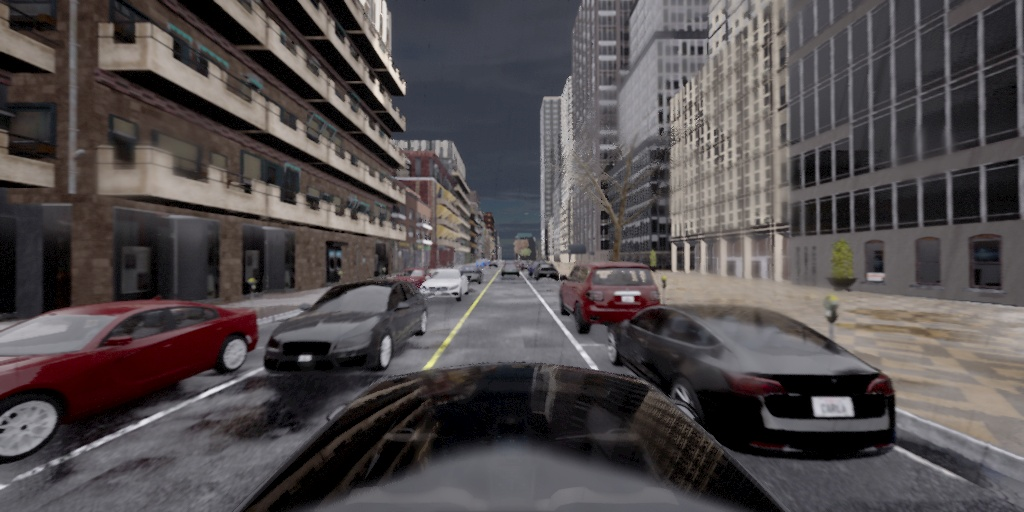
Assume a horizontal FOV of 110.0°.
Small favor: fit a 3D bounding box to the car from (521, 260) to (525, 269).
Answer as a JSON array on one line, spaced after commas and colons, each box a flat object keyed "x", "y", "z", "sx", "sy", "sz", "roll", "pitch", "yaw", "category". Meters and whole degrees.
[{"x": 2.259, "y": 1.522, "z": 54.797, "sx": 1.948, "sy": 1.339, "sz": 4.313, "roll": 0, "pitch": 0, "yaw": 0, "category": "car"}]

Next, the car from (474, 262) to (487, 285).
[{"x": -3.266, "y": 1.434, "z": 27.635, "sx": 1.994, "sy": 1.385, "sz": 4.181, "roll": 0, "pitch": 0, "yaw": 0, "category": "car"}]

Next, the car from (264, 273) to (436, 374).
[{"x": -3.136, "y": 1.297, "z": 7.819, "sx": 1.837, "sy": 1.490, "sz": 4.892, "roll": 0, "pitch": 0, "yaw": -1, "category": "car"}]

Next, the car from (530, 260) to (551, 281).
[{"x": 2.906, "y": 1.354, "z": 31.576, "sx": 1.837, "sy": 1.490, "sz": 4.892, "roll": 0, "pitch": 0, "yaw": 0, "category": "car"}]

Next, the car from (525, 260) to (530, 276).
[{"x": 2.813, "y": 1.232, "z": 38.547, "sx": 2.097, "sy": 1.767, "sz": 4.553, "roll": 0, "pitch": 0, "yaw": 0, "category": "car"}]

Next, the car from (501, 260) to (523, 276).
[{"x": -0.201, "y": 1.466, "z": 39.484, "sx": 1.994, "sy": 1.385, "sz": 4.181, "roll": 0, "pitch": 0, "yaw": -2, "category": "car"}]

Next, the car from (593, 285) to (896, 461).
[{"x": 2.683, "y": 1.312, "z": 5.094, "sx": 1.948, "sy": 1.339, "sz": 4.313, "roll": 0, "pitch": 0, "yaw": 0, "category": "car"}]

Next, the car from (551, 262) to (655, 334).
[{"x": 2.636, "y": 1.082, "z": 10.617, "sx": 2.192, "sy": 1.841, "sz": 5.009, "roll": 0, "pitch": 0, "yaw": 0, "category": "car"}]

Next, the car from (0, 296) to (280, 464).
[{"x": -5.697, "y": 1.342, "z": 5.023, "sx": 1.888, "sy": 1.381, "sz": 4.507, "roll": 0, "pitch": 0, "yaw": 0, "category": "car"}]

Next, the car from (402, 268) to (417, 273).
[{"x": -5.838, "y": 1.407, "z": 21.590, "sx": 1.888, "sy": 1.381, "sz": 4.507, "roll": 0, "pitch": 0, "yaw": 0, "category": "car"}]

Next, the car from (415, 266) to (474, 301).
[{"x": -3.216, "y": 1.357, "z": 17.929, "sx": 1.812, "sy": 1.442, "sz": 4.674, "roll": 0, "pitch": 0, "yaw": 0, "category": "car"}]
